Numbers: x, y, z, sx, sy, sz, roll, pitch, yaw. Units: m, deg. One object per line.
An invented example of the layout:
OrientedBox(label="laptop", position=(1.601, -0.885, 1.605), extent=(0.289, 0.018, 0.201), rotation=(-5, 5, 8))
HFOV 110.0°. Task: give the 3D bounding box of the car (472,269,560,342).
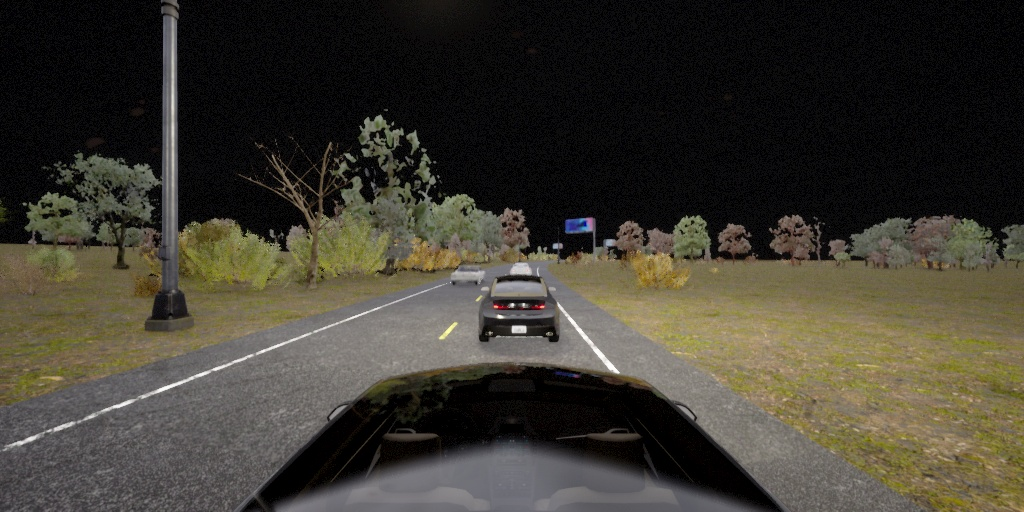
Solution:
OrientedBox(label="car", position=(0.182, 1.257, 9.749), extent=(1.837, 1.490, 4.892), rotation=(0, 0, 1))

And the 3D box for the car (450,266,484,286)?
OrientedBox(label="car", position=(-3.093, 1.364, 25.769), extent=(1.895, 1.301, 4.718), rotation=(0, 0, 2))

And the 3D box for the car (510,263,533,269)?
OrientedBox(label="car", position=(0.776, 1.293, 30.293), extent=(1.812, 1.442, 4.674), rotation=(0, 0, 3))
